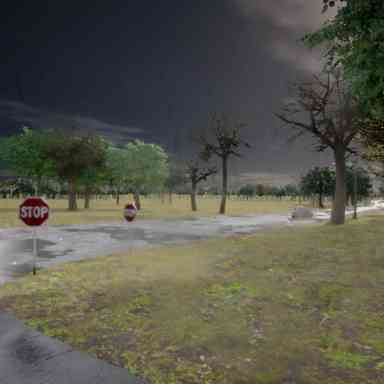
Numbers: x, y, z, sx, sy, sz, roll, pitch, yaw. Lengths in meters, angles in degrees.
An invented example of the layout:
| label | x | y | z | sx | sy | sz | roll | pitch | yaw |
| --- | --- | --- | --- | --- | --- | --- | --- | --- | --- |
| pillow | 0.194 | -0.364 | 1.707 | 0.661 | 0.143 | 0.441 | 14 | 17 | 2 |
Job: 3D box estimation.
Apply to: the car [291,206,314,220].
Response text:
| label | x | y | z | sx | sy | sz | roll | pitch | yaw |
| --- | --- | --- | --- | --- | --- | --- | --- | --- | --- |
| car | 16.025 | 3.207 | 48.074 | 2.033 | 1.411 | 5.357 | 1 | -1 | 35 |

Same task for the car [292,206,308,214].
| label | x | y | z | sx | sy | sz | roll | pitch | yaw |
| --- | --- | --- | --- | --- | --- | --- | --- | --- | --- |
| car | 22.448 | 3.635 | 68.886 | 1.812 | 1.442 | 4.674 | 1 | -1 | 36 |
